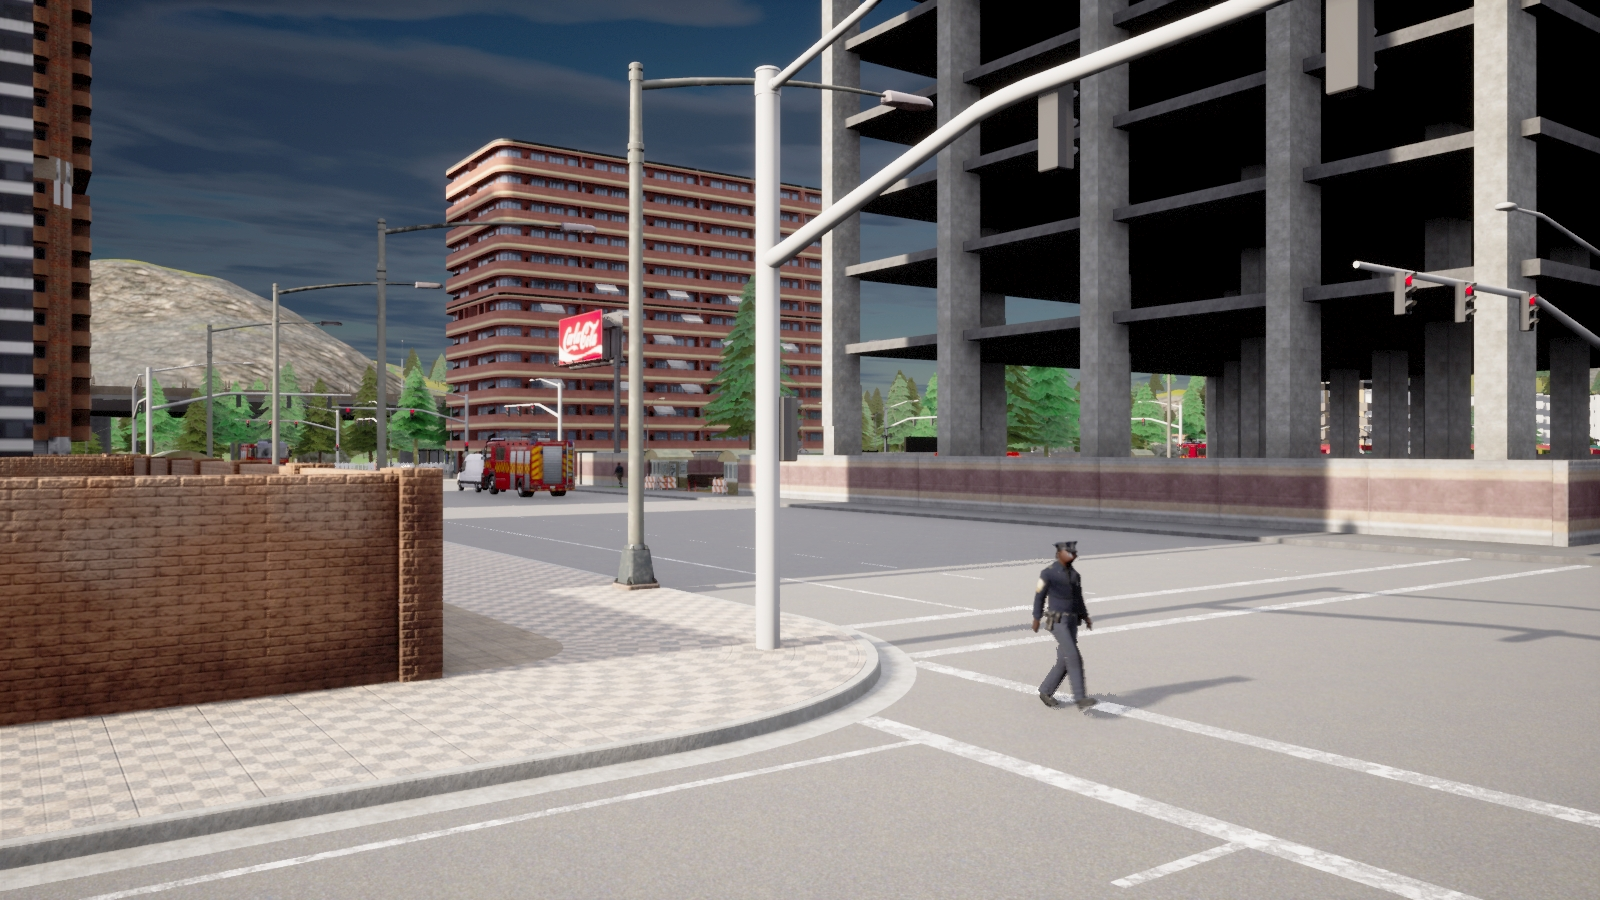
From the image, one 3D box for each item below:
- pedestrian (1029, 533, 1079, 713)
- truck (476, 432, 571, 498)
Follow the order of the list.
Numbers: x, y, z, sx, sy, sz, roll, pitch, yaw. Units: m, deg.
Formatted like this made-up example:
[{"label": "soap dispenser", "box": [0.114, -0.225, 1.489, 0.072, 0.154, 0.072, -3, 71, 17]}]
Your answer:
[{"label": "pedestrian", "box": [2.733, 1.848, 12.315, 0.375, 1.860, 0.375, 0, 0, -28]}, {"label": "truck", "box": [-17.186, 0.889, 70.593, 2.891, 3.827, 8.468, 0, 0, -34]}]
